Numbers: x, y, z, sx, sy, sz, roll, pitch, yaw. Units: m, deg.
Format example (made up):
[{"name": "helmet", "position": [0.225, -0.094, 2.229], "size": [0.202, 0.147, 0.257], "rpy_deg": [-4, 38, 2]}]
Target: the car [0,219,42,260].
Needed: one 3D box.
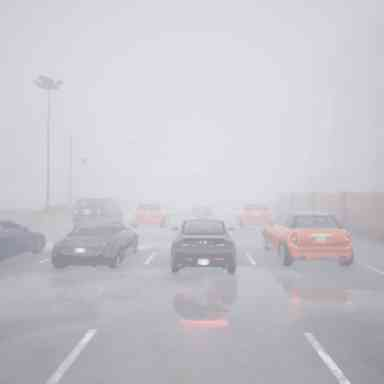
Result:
[{"name": "car", "position": [-6.633, 1.595, 11.000], "size": [1.812, 1.442, 4.674], "rpy_deg": [0, -1, 2]}]

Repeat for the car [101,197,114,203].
[{"name": "car", "position": [-22.027, 1.974, 86.682], "size": [2.128, 1.511, 4.902], "rpy_deg": [0, 0, 2]}]

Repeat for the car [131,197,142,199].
[{"name": "car", "position": [-15.043, 1.937, 86.114], "size": [1.882, 1.535, 5.008], "rpy_deg": [0, 0, 2]}]

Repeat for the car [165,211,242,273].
[{"name": "car", "position": [0.367, 1.582, 10.944], "size": [1.837, 1.490, 4.892], "rpy_deg": [0, -1, 2]}]

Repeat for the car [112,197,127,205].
[{"name": "car", "position": [-15.555, 1.957, 71.537], "size": [1.837, 1.490, 4.892], "rpy_deg": [0, 0, 2]}]

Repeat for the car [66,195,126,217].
[{"name": "car", "position": [-6.313, 1.375, 22.819], "size": [2.150, 2.045, 5.566], "rpy_deg": [0, 0, 2]}]

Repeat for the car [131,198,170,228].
[{"name": "car", "position": [-2.794, 1.515, 23.458], "size": [2.097, 1.767, 4.553], "rpy_deg": [0, 0, 2]}]

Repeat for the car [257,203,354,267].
[{"name": "car", "position": [3.898, 1.445, 11.987], "size": [2.097, 1.767, 4.553], "rpy_deg": [0, 0, 2]}]

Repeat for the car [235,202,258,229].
[{"name": "car", "position": [4.203, 1.525, 23.226], "size": [2.097, 1.767, 4.553], "rpy_deg": [0, 0, 2]}]

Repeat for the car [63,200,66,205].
[{"name": "car", "position": [-26.051, 2.037, 71.848], "size": [1.895, 1.301, 4.718], "rpy_deg": [0, 0, 2]}]

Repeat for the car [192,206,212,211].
[{"name": "car", "position": [0.747, 1.725, 24.670], "size": [2.033, 1.411, 5.357], "rpy_deg": [0, 0, 2]}]

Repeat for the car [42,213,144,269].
[{"name": "car", "position": [-3.119, 1.641, 11.450], "size": [1.994, 1.385, 4.181], "rpy_deg": [0, 0, 2]}]

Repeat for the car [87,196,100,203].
[{"name": "car", "position": [-25.537, 1.923, 86.464], "size": [1.882, 1.535, 5.008], "rpy_deg": [0, 0, 2]}]

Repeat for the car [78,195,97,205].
[{"name": "car", "position": [-22.543, 1.673, 71.998], "size": [2.150, 2.045, 5.566], "rpy_deg": [0, 0, 2]}]
